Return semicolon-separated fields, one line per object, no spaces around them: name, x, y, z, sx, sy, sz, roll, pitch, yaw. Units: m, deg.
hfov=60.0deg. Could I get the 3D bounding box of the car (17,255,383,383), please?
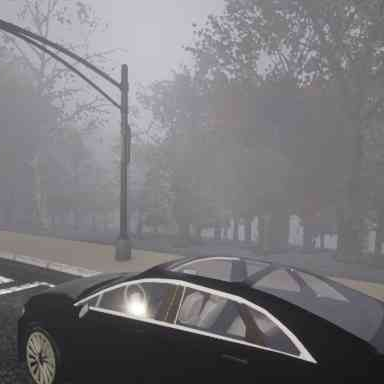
car;0.017;1.491;3.688;4.902;1.511;2.128;0;0;34
